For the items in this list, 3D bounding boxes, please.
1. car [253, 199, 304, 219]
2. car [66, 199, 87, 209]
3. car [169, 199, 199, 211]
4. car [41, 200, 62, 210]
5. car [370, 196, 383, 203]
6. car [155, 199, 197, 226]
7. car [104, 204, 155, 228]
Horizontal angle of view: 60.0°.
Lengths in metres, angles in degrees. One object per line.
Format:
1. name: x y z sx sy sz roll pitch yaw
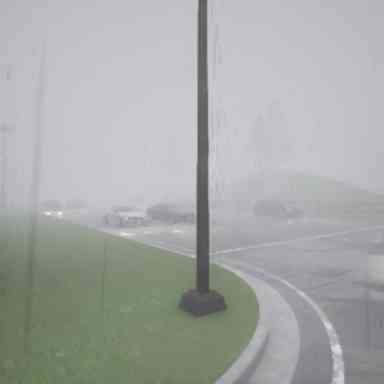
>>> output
1. car: 7.633 1.403 29.625 2.097 1.767 4.553 0 0 -34
2. car: -16.291 1.649 46.670 2.033 1.411 5.357 0 0 -33
3. car: -1.096 1.646 42.717 1.994 1.385 4.181 0 0 -34
4. car: -18.395 1.697 43.491 1.895 1.301 4.718 0 0 -33
5. car: 38.445 1.576 67.400 1.882 1.535 5.008 0 0 -19
6. car: -1.570 1.526 24.499 1.882 1.535 5.008 0 0 -34
7. car: -4.582 1.573 22.706 1.812 1.442 4.674 0 0 -34
